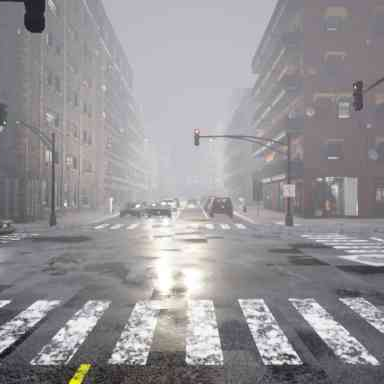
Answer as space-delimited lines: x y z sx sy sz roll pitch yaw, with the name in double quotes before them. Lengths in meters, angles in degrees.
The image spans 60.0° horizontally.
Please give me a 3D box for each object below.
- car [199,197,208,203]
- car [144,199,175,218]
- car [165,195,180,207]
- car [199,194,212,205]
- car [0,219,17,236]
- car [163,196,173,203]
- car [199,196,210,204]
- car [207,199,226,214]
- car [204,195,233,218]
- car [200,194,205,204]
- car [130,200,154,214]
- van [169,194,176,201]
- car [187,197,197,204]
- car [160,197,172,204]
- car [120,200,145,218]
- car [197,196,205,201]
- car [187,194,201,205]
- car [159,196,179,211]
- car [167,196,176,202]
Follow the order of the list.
"car" 2.538 1.728 74.702 1.802 1.307 4.206 1 0 0
"car" -2.858 1.575 30.404 1.994 1.385 4.181 0 0 0
"car" -2.784 1.565 50.495 1.812 1.442 4.674 0 0 0
"car" 2.548 1.402 63.578 2.192 1.841 5.009 1 0 0
"car" -11.135 1.616 15.406 5.357 1.411 2.033 0 -1 0
"car" -5.341 1.671 74.494 1.752 1.417 4.829 1 0 0
"car" 2.543 1.556 69.142 1.967 1.590 4.097 1 0 0
"car" 2.563 1.540 35.949 1.752 1.417 4.829 1 0 0
"car" 2.570 1.326 30.220 2.192 1.841 5.009 1 0 0
"car" 2.563 1.336 41.344 2.192 1.841 5.009 1 0 0
"car" -5.317 1.580 35.731 1.947 1.339 4.313 1 0 0
"van" -5.347 1.588 91.358 1.690 1.788 3.998 1 0 0
"car" 0.027 1.685 70.415 1.994 1.385 4.181 0 0 0
"car" -5.338 1.667 69.102 2.008 1.369 4.403 1 0 0
"car" -5.314 1.577 30.169 1.947 1.339 4.313 1 0 0
"car" 2.530 1.813 91.393 1.947 1.339 4.313 1 0 0
"car" 0.070 1.565 60.181 2.128 1.511 4.902 0 0 0
"car" -2.847 1.545 40.294 1.812 1.442 4.674 0 0 0
"car" -5.348 1.764 85.793 2.008 1.369 4.403 1 0 0
